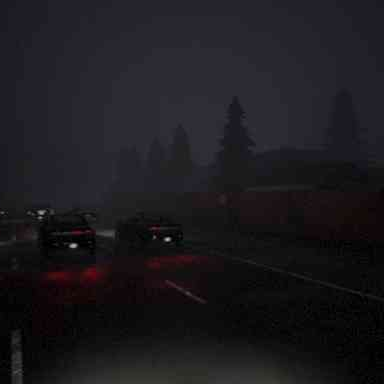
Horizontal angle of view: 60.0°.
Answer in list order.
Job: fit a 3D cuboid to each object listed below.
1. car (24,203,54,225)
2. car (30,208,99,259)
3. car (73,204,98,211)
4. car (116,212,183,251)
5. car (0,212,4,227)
[{"bbox_3d":[-12.201,1.628,26.639,2.097,1.767,4.553,0,-1,-28],"label":"car"},{"bbox_3d":[-5.161,1.635,13.481,2.128,1.511,4.902,0,-1,-28],"label":"car"},{"bbox_3d":[-9.492,1.783,29.010,1.882,1.535,5.008,0,0,-28],"label":"car"},{"bbox_3d":[-2.076,1.656,15.136,2.128,1.511,4.902,0,-1,-28],"label":"car"},{"bbox_3d":[-14.869,1.795,24.177,2.033,1.411,5.357,0,-1,-28],"label":"car"}]
